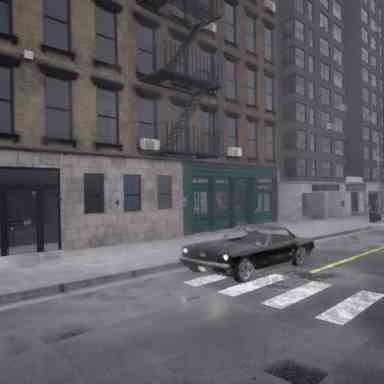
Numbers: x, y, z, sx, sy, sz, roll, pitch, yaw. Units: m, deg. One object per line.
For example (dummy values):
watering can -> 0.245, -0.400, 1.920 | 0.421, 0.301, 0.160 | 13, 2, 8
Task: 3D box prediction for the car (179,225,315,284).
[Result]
car -> 1.850, 1.715, 10.195 | 4.718, 1.301, 1.895 | 1, -1, -44
